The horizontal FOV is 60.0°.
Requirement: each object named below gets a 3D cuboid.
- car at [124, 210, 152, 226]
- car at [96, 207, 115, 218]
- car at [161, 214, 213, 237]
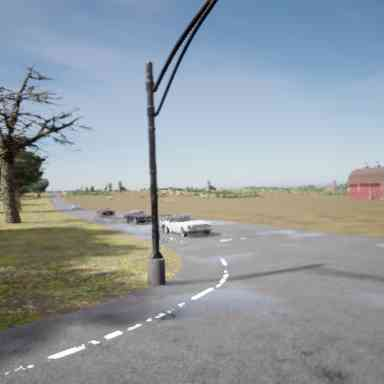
[{"bbox_3d":[-5.020,2.394,31.772,1.895,1.301,4.718,-2,0,-26],"label":"car"},{"bbox_3d":[-12.037,2.799,46.306,1.895,1.301,4.718,-2,-1,-26],"label":"car"},{"bbox_3d":[-0.445,2.170,22.331,1.895,1.301,4.718,-2,0,-26],"label":"car"}]
